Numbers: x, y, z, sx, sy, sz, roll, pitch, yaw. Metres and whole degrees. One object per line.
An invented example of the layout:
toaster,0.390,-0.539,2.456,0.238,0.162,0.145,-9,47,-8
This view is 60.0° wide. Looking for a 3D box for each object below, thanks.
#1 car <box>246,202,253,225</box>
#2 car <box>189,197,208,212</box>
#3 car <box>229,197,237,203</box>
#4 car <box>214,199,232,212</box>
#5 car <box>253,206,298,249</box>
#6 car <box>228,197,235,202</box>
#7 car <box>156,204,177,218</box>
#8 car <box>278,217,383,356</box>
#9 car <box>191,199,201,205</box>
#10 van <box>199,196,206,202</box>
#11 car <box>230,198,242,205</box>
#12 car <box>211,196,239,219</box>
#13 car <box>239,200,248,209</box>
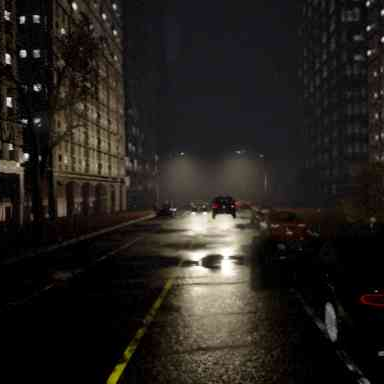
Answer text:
car,4.801,1.608,21.967,1.752,1.417,4.829,-2,-1,5
car,1.099,1.854,44.552,1.837,1.490,4.892,-1,-1,5
car,10.280,2.007,83.623,2.008,1.369,4.403,-2,0,5
car,4.174,1.771,44.688,2.128,1.511,4.902,-1,0,6
car,4.287,1.591,16.177,1.887,1.381,4.507,-2,-1,5
car,11.279,2.073,94.864,2.008,1.369,4.403,-2,0,5
car,-2.561,1.881,33.768,2.008,1.369,4.403,-2,-1,5
car,3.078,1.467,6.222,1.882,1.535,5.008,-1,0,5
car,0.935,2.151,73.102,1.802,1.307,4.206,-2,0,5
van,2.924,2.041,95.580,1.690,1.788,3.998,-2,0,5
car,8.782,1.909,66.761,2.008,1.369,4.403,-2,0,5
car,3.022,1.417,31.583,2.150,2.045,5.566,-1,-1,5
car,6.784,1.766,44.280,1.887,1.381,4.507,-2,-1,5
